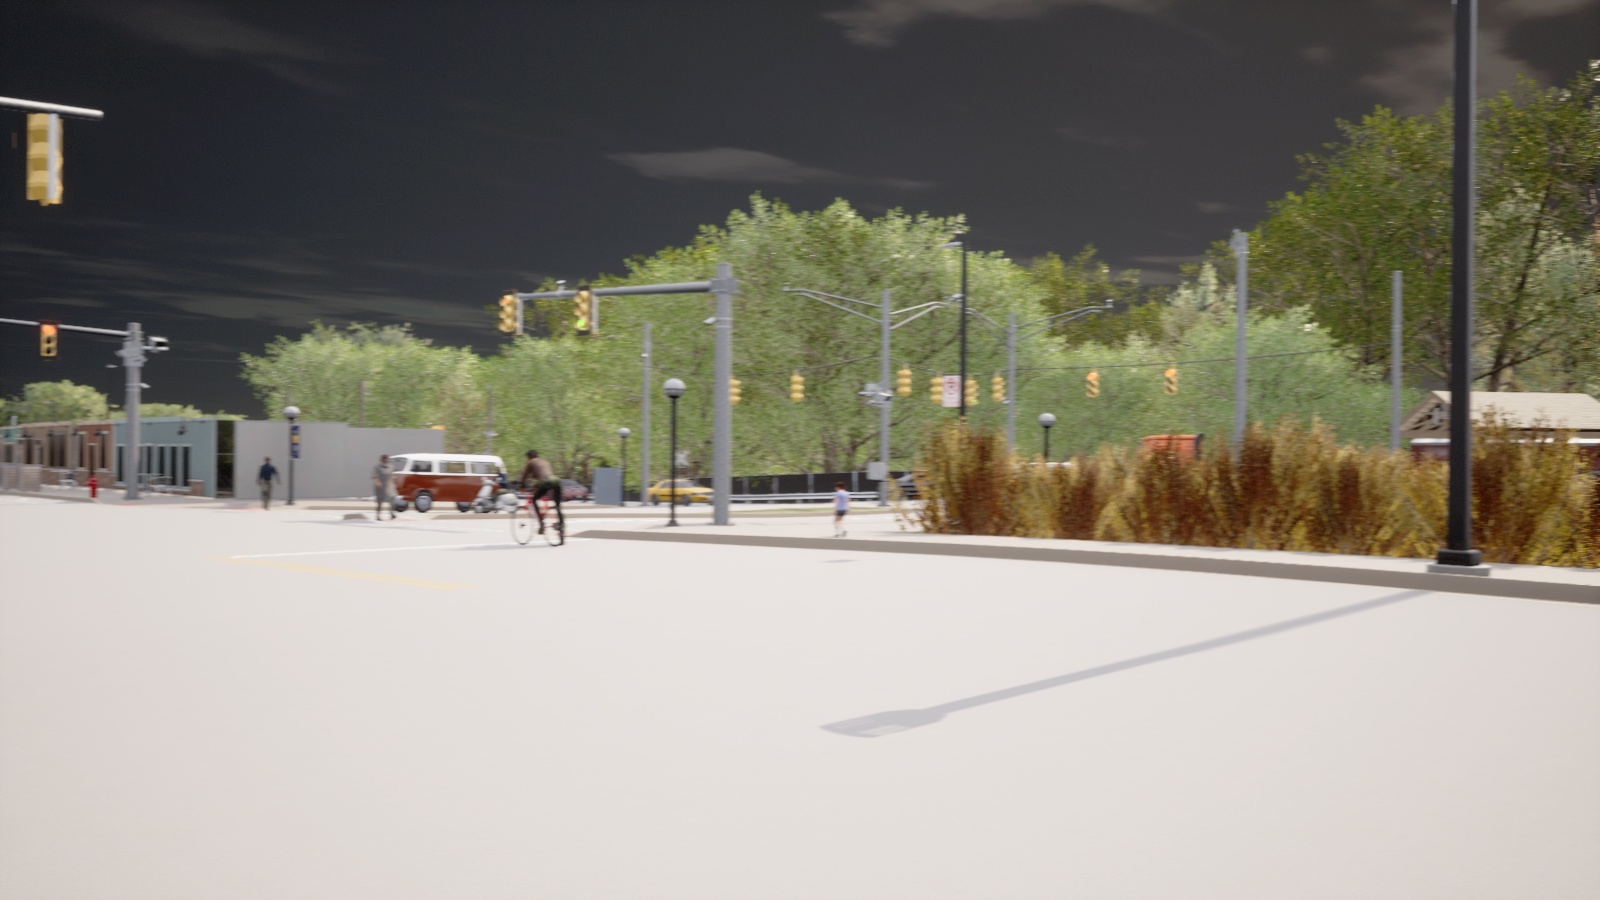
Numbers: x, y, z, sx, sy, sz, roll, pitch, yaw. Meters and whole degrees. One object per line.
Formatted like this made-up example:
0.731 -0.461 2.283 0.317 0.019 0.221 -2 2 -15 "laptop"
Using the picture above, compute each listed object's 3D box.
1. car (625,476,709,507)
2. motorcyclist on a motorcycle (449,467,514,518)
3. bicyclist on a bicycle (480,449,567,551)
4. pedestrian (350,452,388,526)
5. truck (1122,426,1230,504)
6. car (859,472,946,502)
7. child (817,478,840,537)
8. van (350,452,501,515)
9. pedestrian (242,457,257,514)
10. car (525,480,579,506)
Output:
-7.212 2.239 67.648 1.801 1.575 5.366 -1 -1 -40 "car"
-10.177 1.358 40.169 0.866 1.590 1.817 0 -2 40 "motorcyclist on a motorcycle"
-4.607 0.824 20.849 1.656 1.620 0.582 -3 -2 45 "bicyclist on a bicycle"
-11.497 1.025 33.493 0.659 1.952 0.873 0 0 -43 "pedestrian"
17.952 0.765 60.560 2.891 3.462 7.936 -1 -1 1 "truck"
5.434 1.945 66.822 4.193 1.474 1.816 -1 0 -17 "car"
0.540 1.094 23.920 0.255 1.110 0.394 0 0 -35 "child"
-12.772 1.198 43.002 2.069 2.038 4.480 -2 -3 44 "van"
-17.919 1.150 40.879 0.370 1.835 0.726 0 0 -20 "pedestrian"
-15.297 2.640 77.419 1.845 1.501 3.633 -1 -1 -38 "car"
